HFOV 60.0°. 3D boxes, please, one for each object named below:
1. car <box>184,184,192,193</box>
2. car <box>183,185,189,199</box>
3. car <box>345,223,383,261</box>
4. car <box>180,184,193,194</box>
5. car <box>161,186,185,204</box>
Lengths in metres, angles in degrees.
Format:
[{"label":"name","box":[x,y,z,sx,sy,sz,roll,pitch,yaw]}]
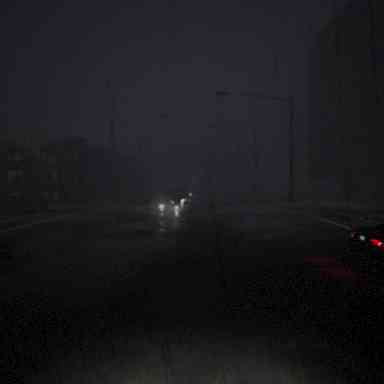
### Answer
[{"label":"car","box":[-1.434,-0.128,53.340,2.033,1.411,5.357,0,2,3]},{"label":"car","box":[-1.808,0.181,44.490,1.994,1.385,4.181,0,2,2]},{"label":"car","box":[7.206,1.312,9.176,5.357,1.411,2.033,0,2,1]},{"label":"car","box":[-1.030,-0.661,63.520,2.097,1.767,4.553,0,2,2]},{"label":"car","box":[-2.165,0.416,35.612,1.837,1.490,4.892,0,2,2]}]
